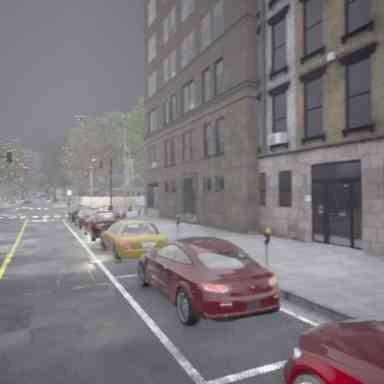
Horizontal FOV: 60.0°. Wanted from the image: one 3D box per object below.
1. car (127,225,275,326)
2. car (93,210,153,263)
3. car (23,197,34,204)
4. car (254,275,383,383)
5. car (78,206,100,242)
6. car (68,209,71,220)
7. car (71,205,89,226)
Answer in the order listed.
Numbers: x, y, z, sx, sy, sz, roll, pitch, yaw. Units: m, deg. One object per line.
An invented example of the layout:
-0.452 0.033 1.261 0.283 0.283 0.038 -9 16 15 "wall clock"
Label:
0.098 1.600 7.009 1.802 1.307 4.206 0 0 -24 "car"
-2.255 1.576 12.189 1.752 1.417 4.829 0 0 -24 "car"
-39.405 2.086 80.163 1.837 1.490 4.892 0 0 -25 "car"
2.380 1.571 1.985 1.802 1.307 4.206 0 0 -24 "car"
-4.466 1.626 17.058 1.887 1.381 4.507 0 0 -24 "car"
-9.029 1.712 27.107 1.947 1.339 4.313 0 0 -24 "car"
-6.747 1.696 22.082 1.802 1.307 4.206 0 0 -24 "car"
